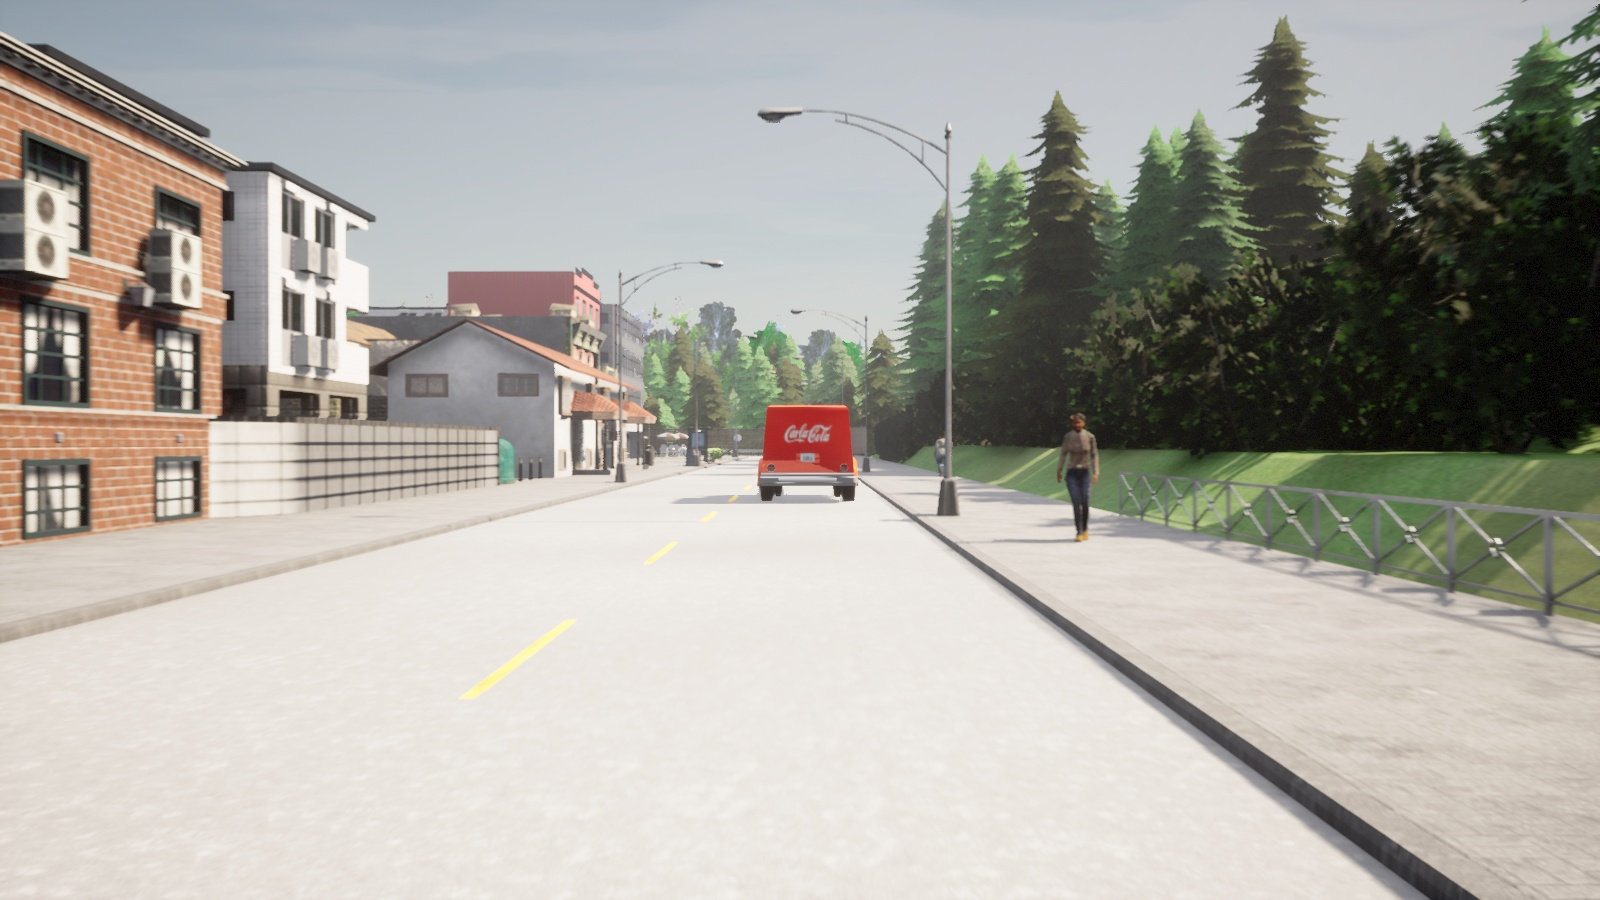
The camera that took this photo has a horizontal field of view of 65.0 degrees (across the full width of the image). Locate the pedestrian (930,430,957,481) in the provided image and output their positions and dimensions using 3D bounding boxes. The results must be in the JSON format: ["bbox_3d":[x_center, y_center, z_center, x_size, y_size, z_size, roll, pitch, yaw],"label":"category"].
[{"bbox_3d":[5.243,0.205,45.942,0.874,1.855,0.900,0,0,0],"label":"pedestrian"}]

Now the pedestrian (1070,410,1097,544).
[{"bbox_3d":[3.910,0.363,17.312,0.328,1.805,0.869,0,0,15],"label":"pedestrian"}]

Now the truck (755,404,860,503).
[{"bbox_3d":[0.209,0.071,33.931,2.627,2.467,5.204,0,0,0],"label":"truck"}]
